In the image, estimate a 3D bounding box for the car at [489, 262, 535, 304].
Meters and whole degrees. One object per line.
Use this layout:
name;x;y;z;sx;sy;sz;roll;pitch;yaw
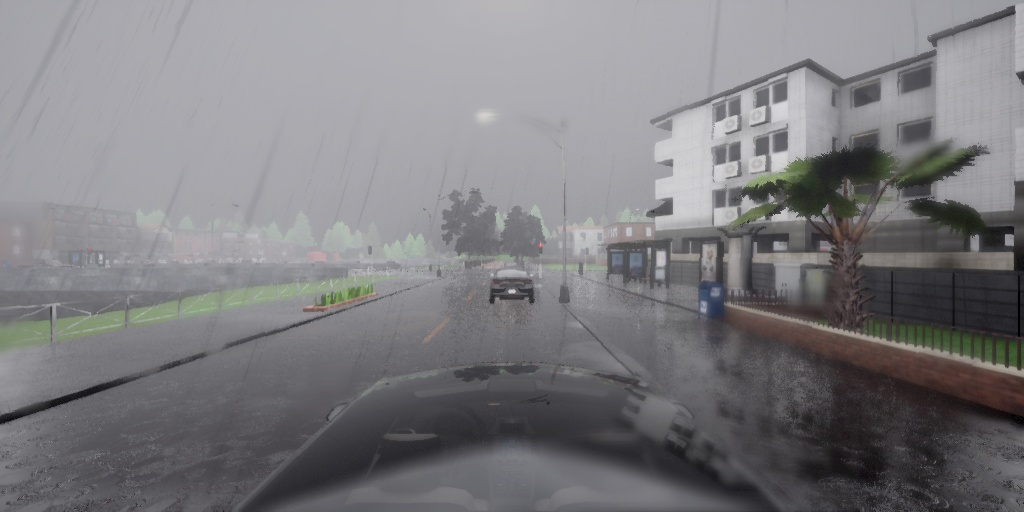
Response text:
car;0.000;1.233;16.500;1.882;1.535;5.008;0;0;0

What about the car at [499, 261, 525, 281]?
car;0.000;1.243;31.500;2.128;1.511;4.902;0;0;0
